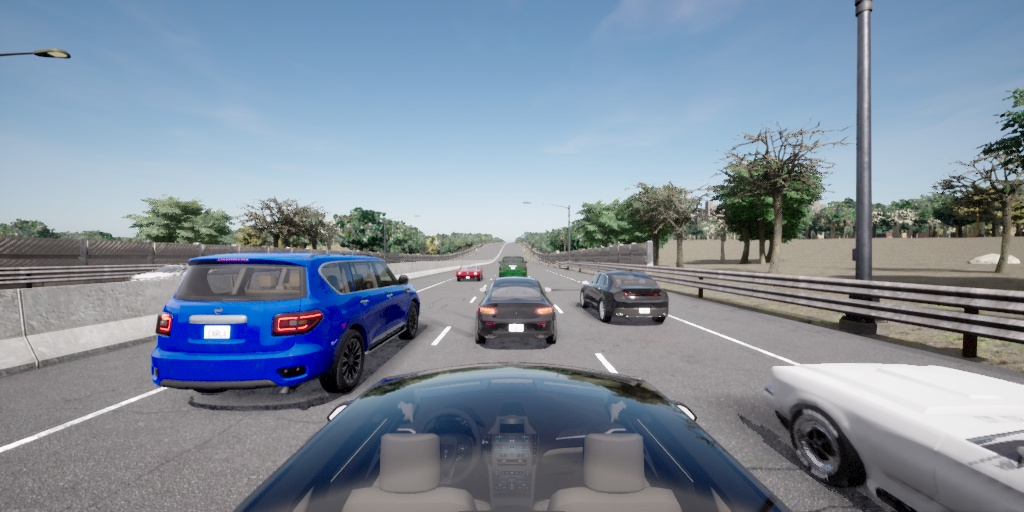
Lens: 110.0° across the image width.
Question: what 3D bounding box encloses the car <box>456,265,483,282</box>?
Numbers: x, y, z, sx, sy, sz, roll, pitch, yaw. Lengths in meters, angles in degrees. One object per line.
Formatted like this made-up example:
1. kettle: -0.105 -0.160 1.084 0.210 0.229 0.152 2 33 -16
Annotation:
1. car: -3.423 1.370 29.679 1.895 1.301 4.718 0 0 -1

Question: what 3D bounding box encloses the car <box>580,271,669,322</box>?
1. car: 3.594 1.249 12.199 1.837 1.490 4.892 0 0 0

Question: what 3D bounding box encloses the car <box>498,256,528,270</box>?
1. car: 0.074 0.988 28.792 2.150 2.045 5.566 0 0 0

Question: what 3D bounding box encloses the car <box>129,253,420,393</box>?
1. car: -3.405 0.969 6.821 2.150 2.045 5.566 0 0 0

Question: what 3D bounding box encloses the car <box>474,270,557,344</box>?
1. car: 0.092 1.271 9.485 1.812 1.442 4.674 0 0 0

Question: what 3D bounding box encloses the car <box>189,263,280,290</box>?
1. car: -17.621 1.244 23.178 2.128 1.511 4.902 0 0 0

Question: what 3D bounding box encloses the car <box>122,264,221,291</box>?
1. car: -21.121 1.277 22.570 1.812 1.442 4.674 0 0 0

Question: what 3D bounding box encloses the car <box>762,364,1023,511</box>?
1. car: 3.597 1.351 1.649 1.895 1.301 4.718 0 0 0
